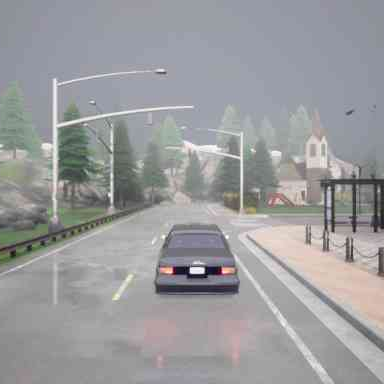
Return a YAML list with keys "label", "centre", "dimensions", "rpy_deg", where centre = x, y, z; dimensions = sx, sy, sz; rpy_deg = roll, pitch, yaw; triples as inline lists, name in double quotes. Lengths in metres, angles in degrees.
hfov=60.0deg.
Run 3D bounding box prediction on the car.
- label: "car"
  centre: [0.096, 1.547, 8.855]
  dimensions: [2.033, 1.411, 5.357]
  rpy_deg: [0, 0, 0]
